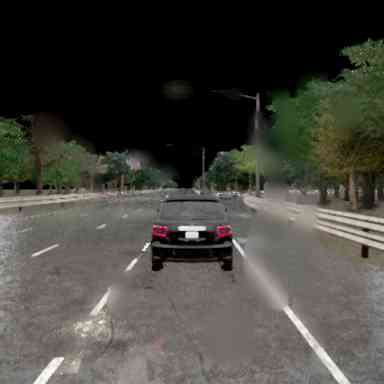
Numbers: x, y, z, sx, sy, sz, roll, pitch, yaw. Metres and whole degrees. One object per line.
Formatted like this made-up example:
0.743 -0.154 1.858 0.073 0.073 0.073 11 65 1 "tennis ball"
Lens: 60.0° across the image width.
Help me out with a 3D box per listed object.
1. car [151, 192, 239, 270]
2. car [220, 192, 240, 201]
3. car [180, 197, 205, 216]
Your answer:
0.003 1.079 10.584 2.150 2.045 5.566 0 1 0 "car"
6.860 0.743 59.850 2.033 1.411 5.357 0 1 24 "car"
0.095 1.188 28.259 1.994 1.385 4.181 0 1 2 "car"
